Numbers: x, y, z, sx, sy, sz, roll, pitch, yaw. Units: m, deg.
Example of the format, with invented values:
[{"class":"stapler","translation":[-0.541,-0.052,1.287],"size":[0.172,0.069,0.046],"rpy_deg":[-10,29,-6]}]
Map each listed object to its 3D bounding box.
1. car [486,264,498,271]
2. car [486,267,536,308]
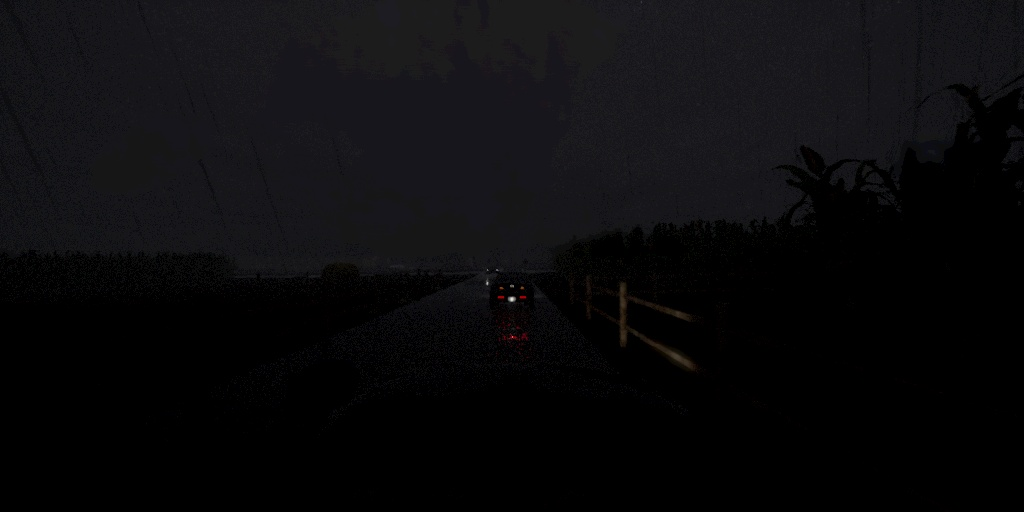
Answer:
[{"class":"car","translation":[-2.757,1.998,53.297],"size":[1.837,1.490,4.892],"rpy_deg":[0,-1,0]},{"class":"car","translation":[0.004,1.415,16.148],"size":[1.837,1.490,4.892],"rpy_deg":[0,0,0]}]
